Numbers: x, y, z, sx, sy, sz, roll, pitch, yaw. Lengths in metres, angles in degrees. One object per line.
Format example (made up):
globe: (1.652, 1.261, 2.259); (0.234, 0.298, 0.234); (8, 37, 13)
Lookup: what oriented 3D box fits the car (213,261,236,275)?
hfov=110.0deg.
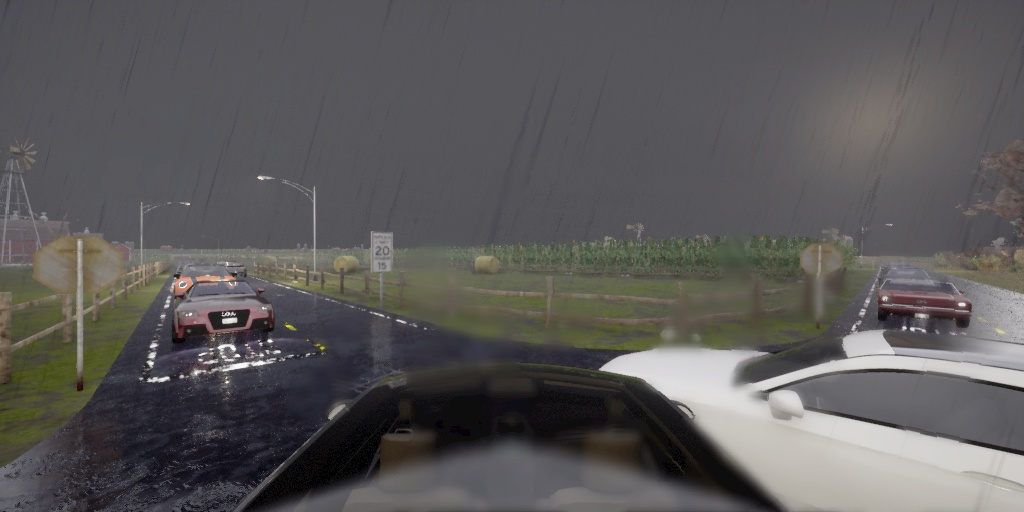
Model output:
car: (-34.365, 1.343, 42.753); (1.837, 1.490, 4.892); (0, 0, -42)

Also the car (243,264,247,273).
car: (-27.529, 1.314, 35.401); (2.128, 1.511, 4.902); (0, 0, -42)

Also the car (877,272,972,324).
car: (13.342, 1.401, 11.796); (4.718, 1.301, 1.895); (0, 1, -44)

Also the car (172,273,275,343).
car: (-8.091, 1.362, 9.987); (1.994, 1.385, 4.181); (0, 0, -43)

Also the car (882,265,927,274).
car: (20.317, 1.369, 18.468); (5.357, 1.411, 2.033); (0, 1, -44)

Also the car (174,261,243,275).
car: (-13.967, 1.154, 16.380); (2.097, 1.767, 4.553); (0, 0, -43)

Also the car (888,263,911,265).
car: (26.973, 1.410, 24.828); (4.181, 1.385, 1.994); (0, 1, -44)

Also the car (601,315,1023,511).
car: (2.805, 1.293, 2.569); (1.812, 1.442, 4.674); (0, 1, -45)
